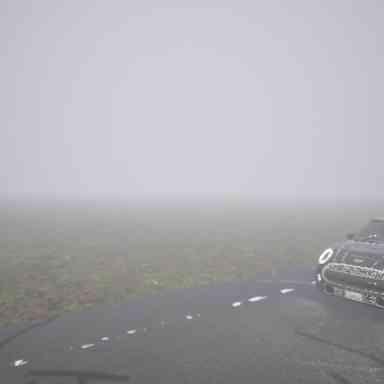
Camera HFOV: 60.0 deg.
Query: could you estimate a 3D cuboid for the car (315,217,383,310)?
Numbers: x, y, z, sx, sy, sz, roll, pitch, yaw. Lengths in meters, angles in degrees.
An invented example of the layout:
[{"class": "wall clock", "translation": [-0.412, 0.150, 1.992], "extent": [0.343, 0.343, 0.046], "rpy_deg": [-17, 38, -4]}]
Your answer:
[{"class": "car", "translation": [4.848, 1.368, 7.629], "extent": [4.553, 1.767, 2.097], "rpy_deg": [0, 0, -37]}]
